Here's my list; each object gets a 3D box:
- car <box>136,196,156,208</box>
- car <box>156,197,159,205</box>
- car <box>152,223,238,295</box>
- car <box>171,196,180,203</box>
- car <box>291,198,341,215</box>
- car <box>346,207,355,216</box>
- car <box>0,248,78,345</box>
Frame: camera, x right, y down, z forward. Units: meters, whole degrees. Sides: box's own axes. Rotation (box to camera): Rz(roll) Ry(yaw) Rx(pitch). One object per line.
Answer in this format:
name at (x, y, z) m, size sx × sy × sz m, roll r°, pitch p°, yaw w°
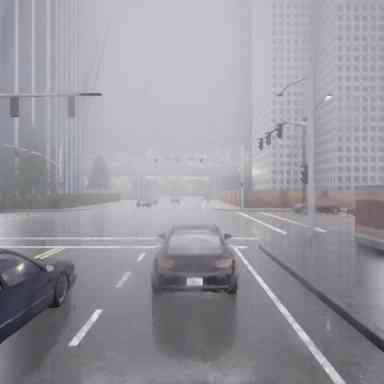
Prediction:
car at (-7.157, 1.539, 50.195) m, size 2.128 × 1.511 × 4.902 m, roll 0°, pitch 0°, yaw 0°
car at (-7.143, 1.548, 60.256) m, size 2.128 × 1.511 × 4.902 m, roll 0°, pitch 0°, yaw 0°
car at (0.077, 1.534, 8.596) m, size 1.812 × 1.442 × 4.674 m, roll 0°, pitch 0°, yaw 1°
car at (-3.486, 1.613, 69.571) m, size 2.033 × 1.411 × 5.357 m, roll 0°, pitch 0°, yaw 0°
car at (12.372, 1.384, 33.451) m, size 4.553 × 1.767 × 2.097 m, roll 0°, pitch 0°, yaw 0°
car at (16.846, 1.576, 29.933) m, size 5.357 × 1.411 × 2.033 m, roll 0°, pitch 0°, yaw 0°
car at (-3.446, 1.552, 4.842) m, size 2.033 × 1.411 × 5.357 m, roll 0°, pitch 0°, yaw 1°
